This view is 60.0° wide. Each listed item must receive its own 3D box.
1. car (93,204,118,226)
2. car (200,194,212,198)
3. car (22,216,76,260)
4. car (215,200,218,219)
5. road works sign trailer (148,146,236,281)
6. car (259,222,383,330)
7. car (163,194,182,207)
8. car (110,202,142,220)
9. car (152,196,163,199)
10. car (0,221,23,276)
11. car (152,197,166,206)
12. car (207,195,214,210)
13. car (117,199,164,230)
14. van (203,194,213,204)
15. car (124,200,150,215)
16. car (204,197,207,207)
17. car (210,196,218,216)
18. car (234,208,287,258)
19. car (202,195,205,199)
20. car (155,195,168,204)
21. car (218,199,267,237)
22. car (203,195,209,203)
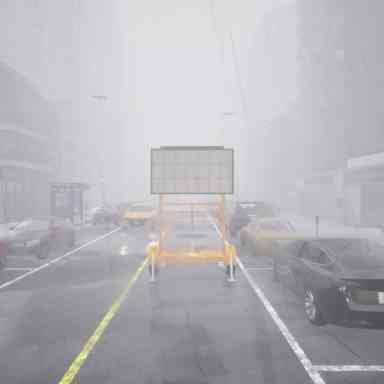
[{"bbox_3d":[-5.650,1.542,23.447,1.887,1.381,4.507,0,0,0],"label":"car"},{"bbox_3d":[2.903,1.307,56.597,2.192,1.841,5.009,0,0,0],"label":"car"},{"bbox_3d":[-5.660,1.581,12.396,1.802,1.307,4.206,0,0,0],"label":"car"},{"bbox_3d":[2.876,1.523,23.625,1.752,1.417,4.829,0,0,0],"label":"car"},{"bbox_3d":[0.006,0.464,9.790,2.380,3.560,2.880,0,0,0],"label":"road works sign trailer"},{"bbox_3d":[2.862,1.565,6.884,1.947,1.339,4.313,0,0,0],"label":"car"},{"bbox_3d":[-2.960,1.470,50.930,1.882,1.535,5.008,0,0,0],"label":"car"},{"bbox_3d":[-5.646,1.562,28.971,1.947,1.339,4.313,0,0,0],"label":"car"},{"bbox_3d":[-5.627,1.575,51.072,1.802,1.307,4.206,0,0,0],"label":"car"},{"bbox_3d":[-5.664,1.544,6.872,1.887,1.381,4.507,0,0,0],"label":"car"},{"bbox_3d":[-5.623,1.558,56.597,1.947,1.339,4.313,0,0,0],"label":"car"},{"bbox_3d":[2.885,1.435,34.502,1.967,1.590,4.097,0,0,0],"label":"car"},{"bbox_3d":[-3.086,1.475,21.052,1.882,1.535,5.008,0,0,0],"label":"car"},{"bbox_3d":[2.908,1.332,62.120,1.690,1.788,3.998,0,0,0],"label":"van"},{"bbox_3d":[-5.641,1.561,34.497,1.947,1.339,4.313,0,0,0],"label":"car"},{"bbox_3d":[2.889,1.545,40.026,2.008,1.369,4.403,0,0,0],"label":"car"},{"bbox_3d":[2.880,1.436,28.979,1.967,1.590,4.097,0,0,0],"label":"car"},{"bbox_3d":[2.867,1.524,12.578,1.752,1.417,4.829,0,0,0],"label":"car"},{"bbox_3d":[2.898,1.559,51.073,1.947,1.339,4.313,0,0,0],"label":"car"},{"bbox_3d":[-5.618,1.431,62.122,1.967,1.590,4.097,0,0,0],"label":"car"},{"bbox_3d":[2.871,1.313,17.931,2.192,1.841,5.009,0,0,0],"label":"car"},{"bbox_3d":[2.894,1.544,45.549,2.008,1.369,4.403,0,0,0],"label":"car"}]
